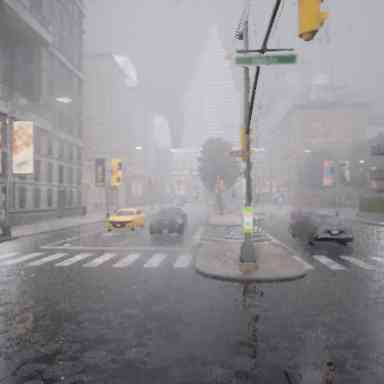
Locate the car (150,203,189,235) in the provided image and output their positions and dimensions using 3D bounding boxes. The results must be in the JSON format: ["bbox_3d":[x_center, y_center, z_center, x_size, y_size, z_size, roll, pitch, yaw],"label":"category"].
[{"bbox_3d":[-1.427,1.821,22.208,2.097,1.767,4.553,0,-1,4],"label":"car"}]

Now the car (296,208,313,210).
[{"bbox_3d":[11.063,2.254,32.934,1.895,1.301,4.718,0,-1,4],"label":"car"}]

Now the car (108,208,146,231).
[{"bbox_3d":[-4.742,2.011,24.835,1.882,1.535,5.008,0,-1,4],"label":"car"}]

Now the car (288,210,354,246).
[{"bbox_3d":[6.497,1.891,17.308,2.033,1.411,5.357,0,-1,3],"label":"car"}]
